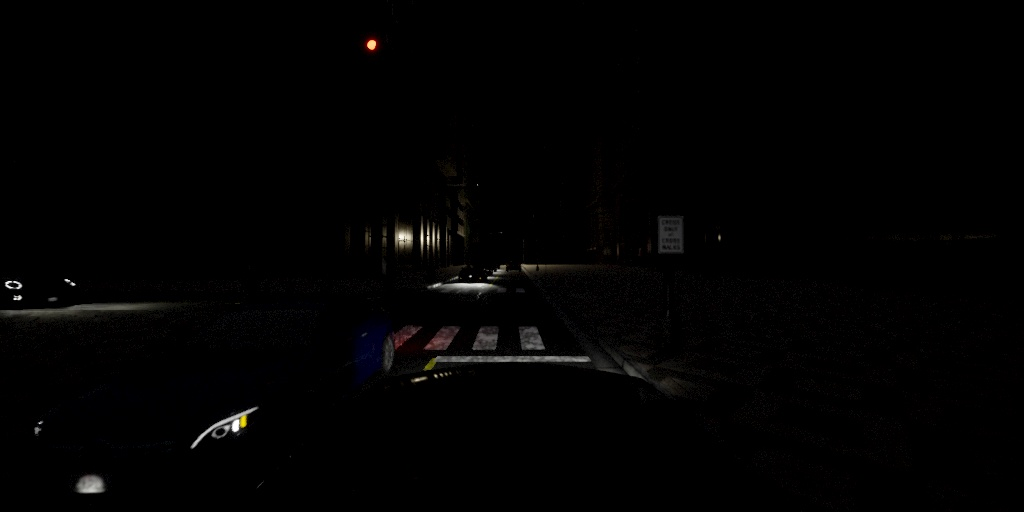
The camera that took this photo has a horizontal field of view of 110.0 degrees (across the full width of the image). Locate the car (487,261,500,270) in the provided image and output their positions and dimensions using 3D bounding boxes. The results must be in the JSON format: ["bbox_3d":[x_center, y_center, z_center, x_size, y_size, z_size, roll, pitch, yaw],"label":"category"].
[{"bbox_3d":[-2.904,1.459,57.820,1.895,1.301,4.718,0,0,1],"label":"car"}]

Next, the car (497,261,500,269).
[{"bbox_3d":[-2.973,1.321,47.594,1.837,1.490,4.892,0,0,0],"label":"car"}]

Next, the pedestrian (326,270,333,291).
[{"bbox_3d":[-9.962,0.974,19.605,0.375,1.860,0.375,0,-1,0],"label":"pedestrian"}]

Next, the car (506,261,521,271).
[{"bbox_3d":[0.225,1.387,49.396,1.994,1.385,4.181,0,0,0],"label":"car"}]

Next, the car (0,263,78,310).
[{"bbox_3d":[-19.379,1.027,13.407,4.553,1.767,2.097,0,-1,0],"label":"car"}]

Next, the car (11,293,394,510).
[{"bbox_3d":[-2.941,1.277,4.762,1.812,1.442,4.674,0,0,-2],"label":"car"}]

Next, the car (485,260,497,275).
[{"bbox_3d":[-3.006,1.331,37.741,2.033,1.411,5.357,0,0,0],"label":"car"}]

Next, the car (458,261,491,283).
[{"bbox_3d":[-3.022,1.327,28.420,1.994,1.385,4.181,0,0,1],"label":"car"}]
